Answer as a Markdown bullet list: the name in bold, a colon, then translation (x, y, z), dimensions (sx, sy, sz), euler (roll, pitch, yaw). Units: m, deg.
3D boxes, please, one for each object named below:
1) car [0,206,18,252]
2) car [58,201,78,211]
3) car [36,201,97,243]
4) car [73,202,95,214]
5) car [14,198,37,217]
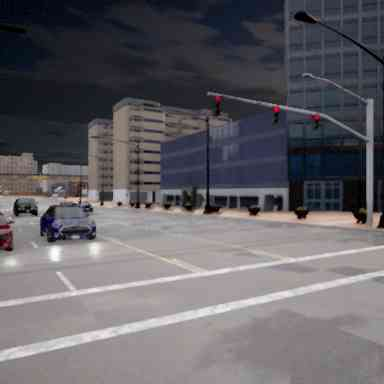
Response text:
- **car**: translation (-8.683, 1.586, 13.957), dimensions (1.882, 1.535, 5.008), euler (0, 0, -32)
- **car**: translation (-19.696, 2.155, 52.712), dimensions (2.128, 1.511, 4.902), euler (0, -1, -31)
- **car**: translation (-6.384, 1.475, 16.947), dimensions (2.097, 1.767, 4.553), euler (0, -1, -31)
- **car**: translation (-14.353, 2.034, 43.956), dimensions (1.812, 1.442, 4.674), euler (0, -1, -31)
- **car**: translation (-18.695, 1.685, 37.375), dimensions (2.150, 2.045, 5.566), euler (0, -1, -31)
